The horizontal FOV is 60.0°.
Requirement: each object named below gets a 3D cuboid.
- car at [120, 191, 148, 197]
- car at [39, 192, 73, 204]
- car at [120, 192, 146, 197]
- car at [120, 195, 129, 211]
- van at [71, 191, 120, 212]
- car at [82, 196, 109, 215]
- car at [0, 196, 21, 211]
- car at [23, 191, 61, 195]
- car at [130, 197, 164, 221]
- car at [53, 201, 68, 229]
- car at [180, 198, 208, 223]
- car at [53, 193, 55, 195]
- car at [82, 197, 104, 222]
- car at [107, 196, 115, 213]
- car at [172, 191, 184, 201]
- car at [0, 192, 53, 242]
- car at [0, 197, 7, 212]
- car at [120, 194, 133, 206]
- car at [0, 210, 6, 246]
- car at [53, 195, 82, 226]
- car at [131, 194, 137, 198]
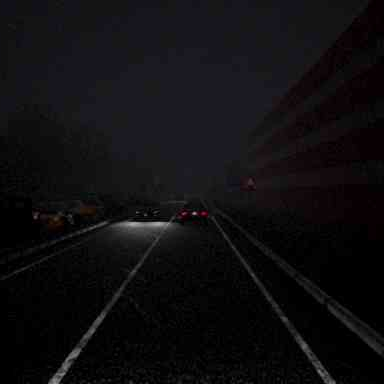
[{"bbox_3d":[-9.294,0.872,50.885,5.566,2.045,2.435,0,1,0],"label":"car"},{"bbox_3d":[-21.833,0.964,53.628,4.553,1.767,2.185,0,0,0],"label":"car"},{"bbox_3d":[-9.316,1.174,45.235,5.008,1.535,2.097,0,1,0],"label":"car"},{"bbox_3d":[-9.291,1.293,33.933,4.792,1.488,2.163,0,0,0],"label":"car"},{"bbox_3d":[-9.437,1.059,31.106,4.442,1.987,1.878,0,0,0],"label":"van"},{"bbox_3d":[-9.506,1.325,25.456,5.366,1.575,1.946,0,0,0],"label":"car"},{"bbox_3d":[-21.884,1.241,36.679,5.008,1.535,2.097,0,0,0],"label":"car"},{"bbox_3d":[-21.867,0.899,47.847,5.566,2.045,2.435,0,0,0],"label":"car"},{"bbox_3d":[-3.279,1.387,26.017,1.837,1.490,4.892,0,0,0],"label":"car"},{"bbox_3d":[-9.504,1.390,16.979,5.366,1.575,1.946,0,0,0],"label":"car"},{"bbox_3d":[0.159,1.435,24.115,2.033,1.411,5.357,0,0,0],"label":"car"},{"bbox_3d":[-21.901,1.174,45.150,4.892,1.521,2.231,0,0,0],"label":"car"},{"bbox_3d":[-9.134,1.347,22.630,5.366,1.575,1.946,0,0,0],"label":"car"},{"bbox_3d":[-9.318,1.346,28.282,4.674,1.452,2.002,0,0,0],"label":"car"},{"bbox_3d":[-2.796,0.811,67.100,2.150,2.045,5.566,0,1,1],"label":"car"},{"bbox_3d":[-9.347,1.163,14.151,5.566,2.045,2.435,0,0,0],"label":"car"},{"bbox_3d":[-21.884,1.263,33.855,5.008,1.535,2.097,0,0,0],"label":"car"},{"bbox_3d":[-9.324,1.281,36.759,4.674,1.452,2.002,0,0,0],"label":"car"},{"bbox_3d":[-9.321,1.476,11.328,4.674,1.452,2.002,0,0,0],"label":"car"},{"bbox_3d":[-9.351,1.246,19.804,4.553,1.767,2.185,0,0,0],"label":"car"},{"bbox_3d":[-9.318,1.260,39.585,4.674,1.452,2.002,0,0,0],"label":"car"}]
